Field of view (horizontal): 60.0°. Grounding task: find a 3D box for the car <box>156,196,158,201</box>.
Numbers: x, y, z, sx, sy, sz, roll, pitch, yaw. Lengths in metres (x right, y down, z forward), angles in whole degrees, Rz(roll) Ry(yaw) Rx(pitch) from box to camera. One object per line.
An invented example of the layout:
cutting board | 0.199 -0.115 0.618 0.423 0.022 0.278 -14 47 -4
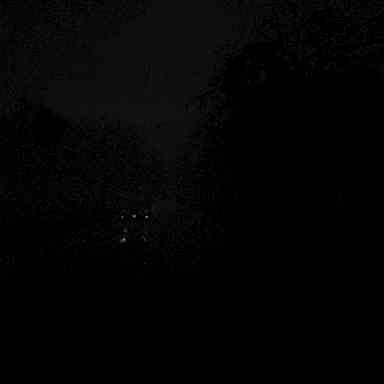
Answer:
car | -8.605 1.889 68.877 2.033 1.411 5.357 0 0 -8

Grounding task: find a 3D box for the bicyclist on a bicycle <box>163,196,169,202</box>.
bicyclist on a bicycle | -6.065 1.804 81.189 0.866 1.612 1.509 0 -1 -10

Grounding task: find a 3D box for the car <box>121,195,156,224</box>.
car | -4.487 1.470 27.711 2.150 2.045 5.566 0 0 -3

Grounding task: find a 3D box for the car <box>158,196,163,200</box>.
car | -9.441 1.770 94.475 2.033 1.411 5.357 0 0 -11

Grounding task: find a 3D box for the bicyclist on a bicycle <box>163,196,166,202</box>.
bicyclist on a bicycle | -7.351 1.810 88.414 0.582 1.620 1.656 0 0 -11
